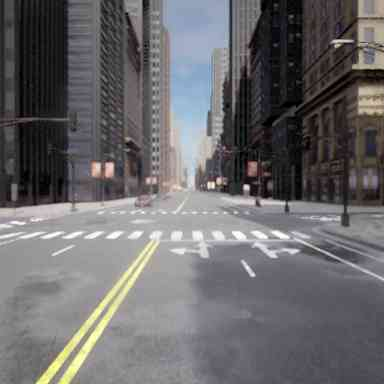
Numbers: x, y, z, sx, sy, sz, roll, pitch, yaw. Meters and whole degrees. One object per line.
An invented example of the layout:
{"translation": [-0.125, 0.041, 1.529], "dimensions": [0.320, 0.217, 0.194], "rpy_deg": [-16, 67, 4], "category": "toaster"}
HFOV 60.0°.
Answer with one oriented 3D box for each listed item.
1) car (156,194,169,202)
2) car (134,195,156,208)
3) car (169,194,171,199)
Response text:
{"translation": [-6.510, 1.111, 70.098], "dimensions": [2.097, 1.767, 4.553], "rpy_deg": [0, 0, 0], "category": "car"}
{"translation": [-6.506, 1.167, 45.397], "dimensions": [2.097, 1.767, 4.553], "rpy_deg": [0, 0, 0], "category": "car"}
{"translation": [-6.513, 1.194, 89.306], "dimensions": [2.033, 1.411, 5.357], "rpy_deg": [0, 0, 0], "category": "car"}
